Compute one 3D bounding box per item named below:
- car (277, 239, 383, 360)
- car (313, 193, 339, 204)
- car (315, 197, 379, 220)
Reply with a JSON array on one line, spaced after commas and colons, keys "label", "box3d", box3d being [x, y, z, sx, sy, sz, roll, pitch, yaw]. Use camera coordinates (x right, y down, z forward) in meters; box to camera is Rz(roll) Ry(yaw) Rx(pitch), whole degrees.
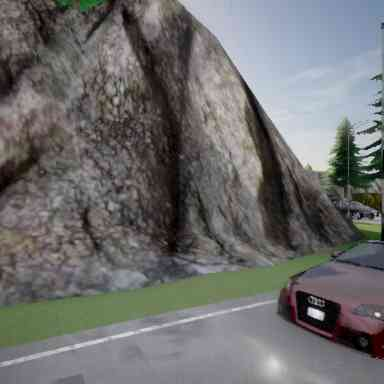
[{"label": "car", "box3d": [3.517, 1.564, 5.748, 4.181, 1.385, 1.994, 0, 0, -29]}, {"label": "car", "box3d": [21.214, 1.221, 51.428, 5.566, 2.045, 2.150, 0, 0, -30]}, {"label": "car", "box3d": [13.446, 1.492, 28.490, 2.128, 1.511, 4.902, 0, 0, -25]}]
